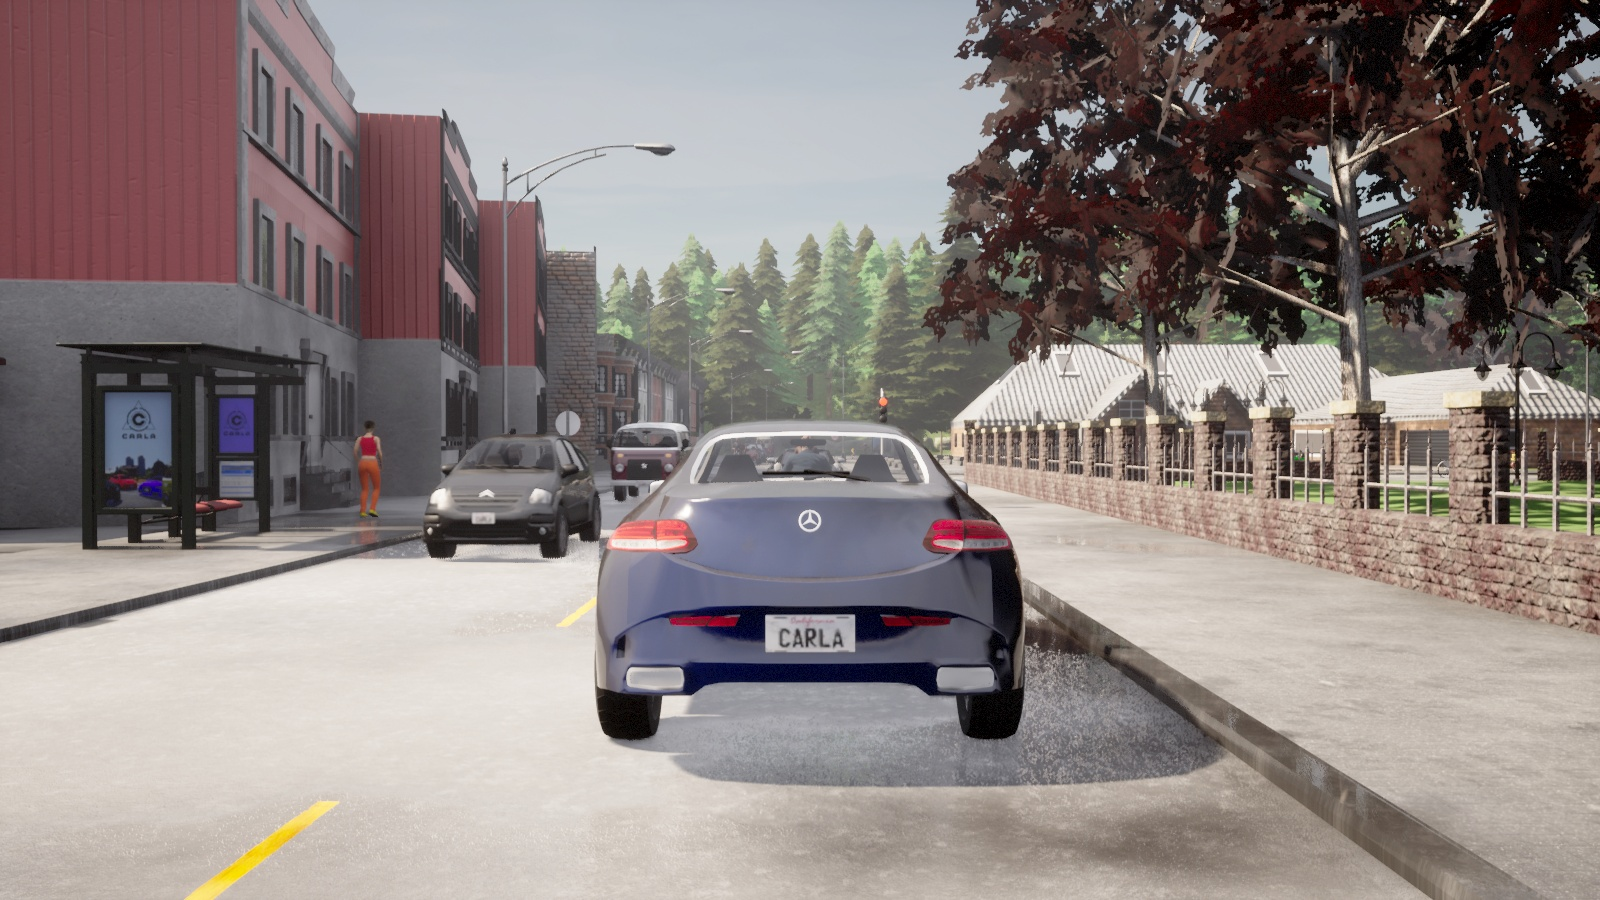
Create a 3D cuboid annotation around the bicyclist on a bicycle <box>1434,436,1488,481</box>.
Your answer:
[{"bbox_3d":[26.735,0.342,50.825,1.843,1.776,0.659,0,0,-1],"label":"bicyclist on a bicycle"}]

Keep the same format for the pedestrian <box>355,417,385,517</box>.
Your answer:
[{"bbox_3d":[-8.027,0.313,23.444,0.345,1.836,0.594,0,0,0],"label":"pedestrian"}]

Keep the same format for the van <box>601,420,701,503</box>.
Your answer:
[{"bbox_3d":[-3.829,0.275,32.988,2.069,2.038,4.480,0,0,0],"label":"van"}]

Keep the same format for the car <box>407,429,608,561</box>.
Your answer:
[{"bbox_3d":[-3.902,0.540,17.450,1.851,1.617,3.988,0,0,0],"label":"car"}]

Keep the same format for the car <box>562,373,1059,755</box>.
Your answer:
[{"bbox_3d":[0.053,0.479,7.945,2.152,1.651,5.027,0,0,0],"label":"car"}]
